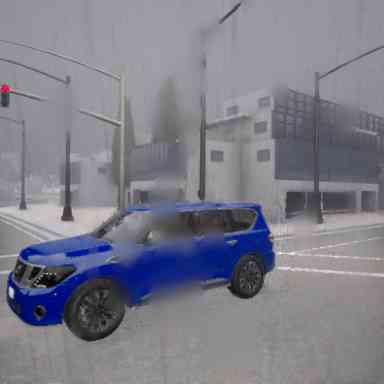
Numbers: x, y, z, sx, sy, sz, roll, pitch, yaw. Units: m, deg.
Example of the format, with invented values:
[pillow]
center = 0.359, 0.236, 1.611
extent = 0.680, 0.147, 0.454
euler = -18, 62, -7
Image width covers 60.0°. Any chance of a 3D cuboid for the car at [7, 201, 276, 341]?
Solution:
[car]
center = -0.629, 1.233, 6.904
extent = 5.566, 2.045, 2.150
euler = 0, 0, -37
